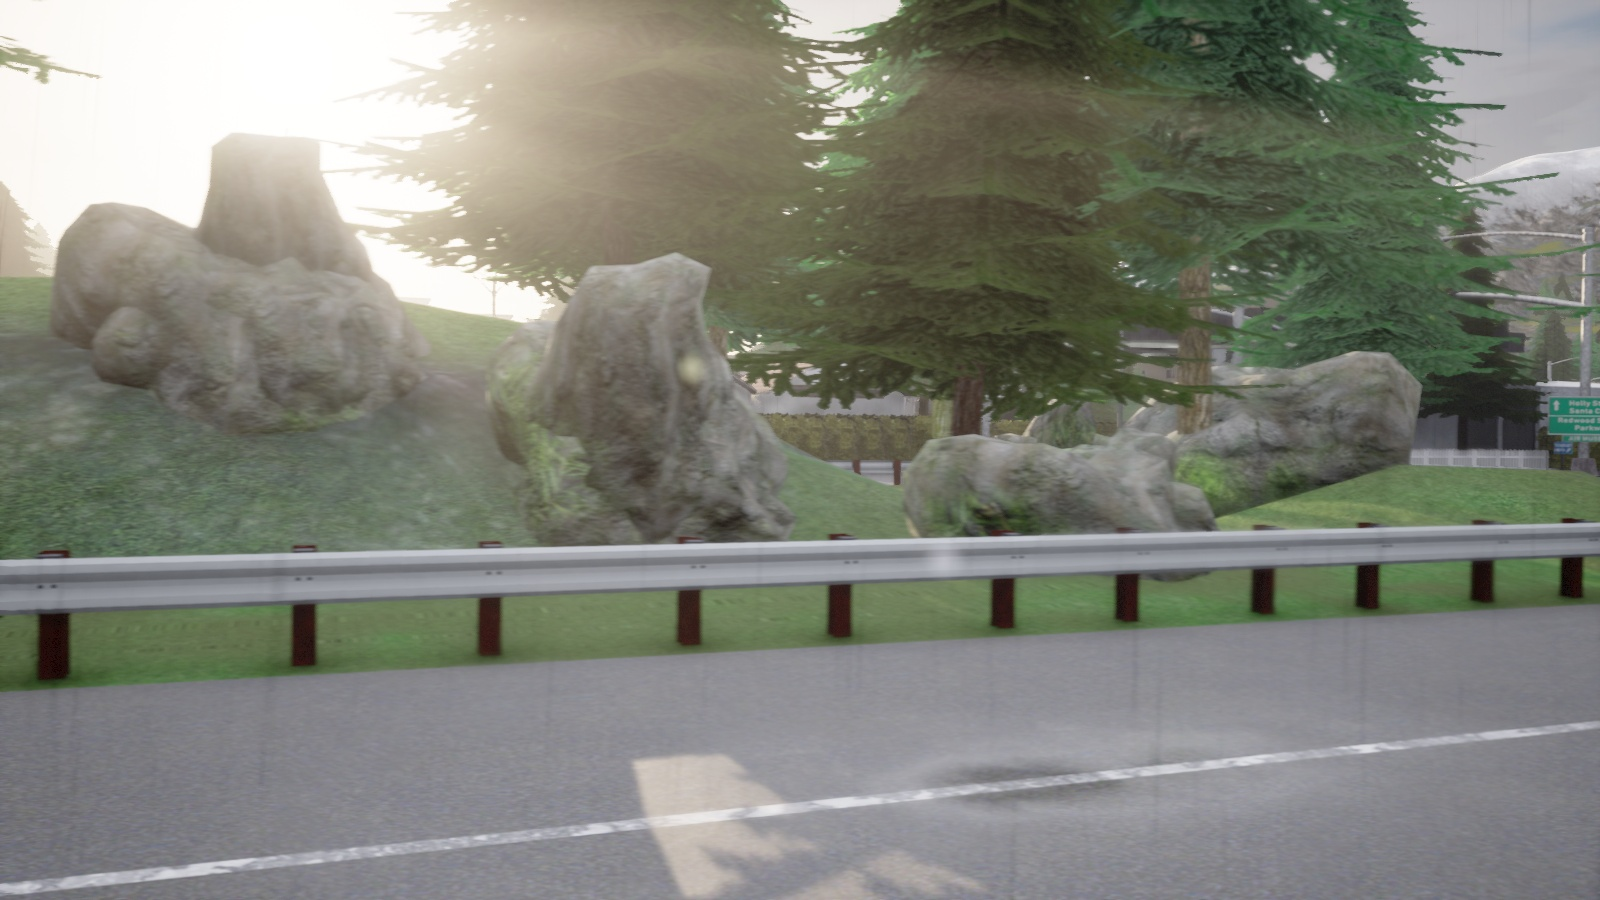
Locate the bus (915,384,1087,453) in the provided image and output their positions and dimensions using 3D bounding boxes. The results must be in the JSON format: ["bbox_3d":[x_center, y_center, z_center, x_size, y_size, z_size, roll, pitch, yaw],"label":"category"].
[{"bbox_3d":[12.842,-2.032,80.302,10.273,4.253,3.944,-1,1,-21],"label":"bus"}]
